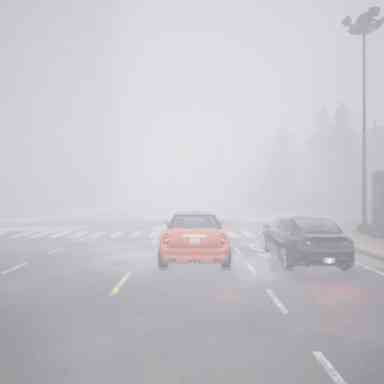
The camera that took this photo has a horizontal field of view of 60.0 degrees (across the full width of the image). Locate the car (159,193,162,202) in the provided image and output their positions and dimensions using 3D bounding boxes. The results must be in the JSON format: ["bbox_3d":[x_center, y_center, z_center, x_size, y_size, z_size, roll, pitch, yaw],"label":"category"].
[{"bbox_3d":[-7.434,1.291,72.991,2.150,2.045,5.566,0,0,-28],"label":"car"}]

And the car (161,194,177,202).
[{"bbox_3d":[-3.688,1.404,57.409,2.097,1.767,4.553,0,0,-1],"label":"car"}]

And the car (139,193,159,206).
[{"bbox_3d":[-7.140,1.403,55.752,2.097,1.767,4.553,0,0,-1],"label":"car"}]

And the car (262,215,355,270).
[{"bbox_3d":[3.601,1.516,11.069,1.837,1.490,4.892,0,0,1],"label":"car"}]

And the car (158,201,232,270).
[{"bbox_3d":[0.082,1.361,11.271,2.097,1.767,4.553,0,0,0],"label":"car"}]

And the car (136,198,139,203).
[{"bbox_3d":[-10.456,1.617,71.242,1.994,1.385,4.181,0,0,-28],"label":"car"}]
